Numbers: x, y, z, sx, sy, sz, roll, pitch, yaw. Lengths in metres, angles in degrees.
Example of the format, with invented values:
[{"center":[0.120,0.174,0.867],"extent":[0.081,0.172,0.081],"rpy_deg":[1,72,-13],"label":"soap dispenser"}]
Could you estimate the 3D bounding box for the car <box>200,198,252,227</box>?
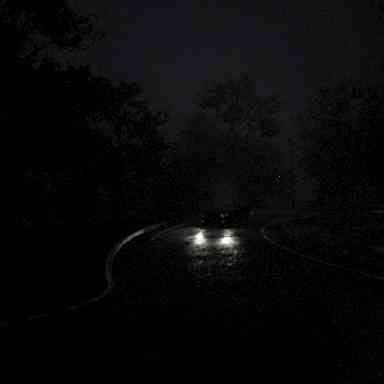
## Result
[{"center":[2.158,1.157,20.268],"extent":[1.882,1.535,5.008],"rpy_deg":[-2,1,27],"label":"car"}]
